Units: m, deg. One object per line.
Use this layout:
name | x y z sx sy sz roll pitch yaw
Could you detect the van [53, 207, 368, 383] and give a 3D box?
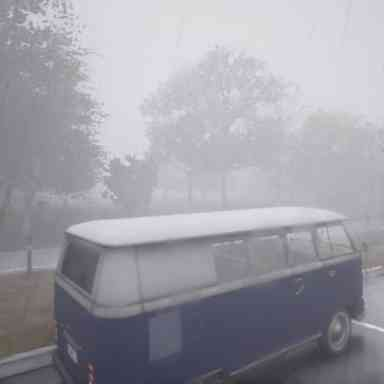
van | 0.604 1.251 4.493 4.442 1.987 1.878 -1 0 -35
